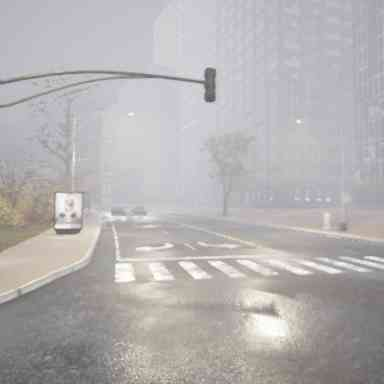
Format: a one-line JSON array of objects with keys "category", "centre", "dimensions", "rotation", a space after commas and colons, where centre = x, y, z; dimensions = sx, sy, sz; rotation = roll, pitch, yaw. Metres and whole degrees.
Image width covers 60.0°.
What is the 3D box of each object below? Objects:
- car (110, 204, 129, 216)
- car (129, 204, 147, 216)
[{"category": "car", "centre": [-11.208, 2.900, 50.464], "dimensions": [1.895, 1.301, 4.718], "rotation": [1, -2, -17]}, {"category": "car", "centre": [-8.104, 2.874, 51.431], "dimensions": [1.837, 1.490, 4.892], "rotation": [1, -2, -17]}]
